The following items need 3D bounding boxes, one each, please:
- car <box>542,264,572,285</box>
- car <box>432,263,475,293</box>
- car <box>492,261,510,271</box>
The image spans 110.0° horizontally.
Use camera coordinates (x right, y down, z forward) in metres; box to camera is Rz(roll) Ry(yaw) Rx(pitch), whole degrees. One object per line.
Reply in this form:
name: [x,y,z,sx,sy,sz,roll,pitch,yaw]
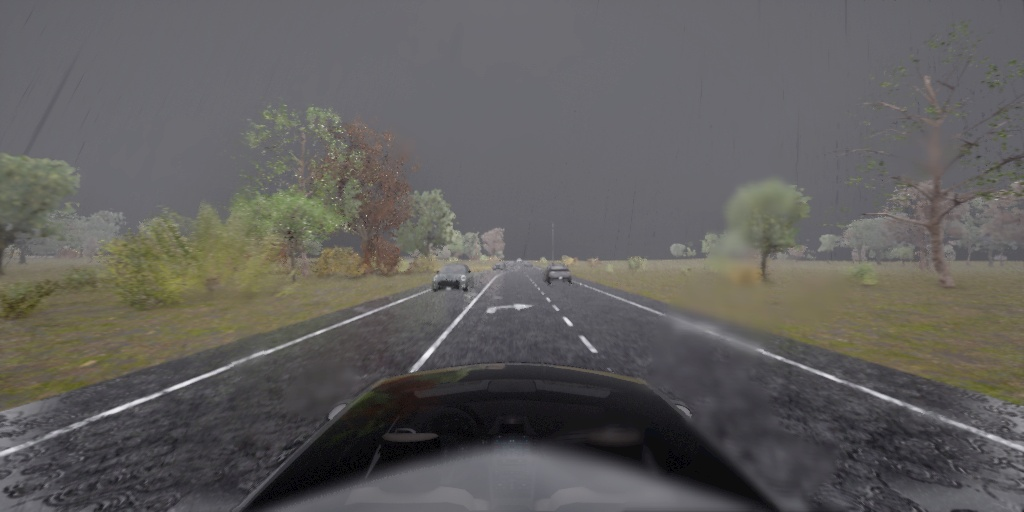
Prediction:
car: [3.483,1.398,28.174,2.128,1.511,4.902,0,0,0]
car: [-3.558,1.259,22.305,2.097,1.767,4.553,0,0,0]
car: [-1.890,1.682,55.515,1.994,1.385,4.181,0,0,7]
